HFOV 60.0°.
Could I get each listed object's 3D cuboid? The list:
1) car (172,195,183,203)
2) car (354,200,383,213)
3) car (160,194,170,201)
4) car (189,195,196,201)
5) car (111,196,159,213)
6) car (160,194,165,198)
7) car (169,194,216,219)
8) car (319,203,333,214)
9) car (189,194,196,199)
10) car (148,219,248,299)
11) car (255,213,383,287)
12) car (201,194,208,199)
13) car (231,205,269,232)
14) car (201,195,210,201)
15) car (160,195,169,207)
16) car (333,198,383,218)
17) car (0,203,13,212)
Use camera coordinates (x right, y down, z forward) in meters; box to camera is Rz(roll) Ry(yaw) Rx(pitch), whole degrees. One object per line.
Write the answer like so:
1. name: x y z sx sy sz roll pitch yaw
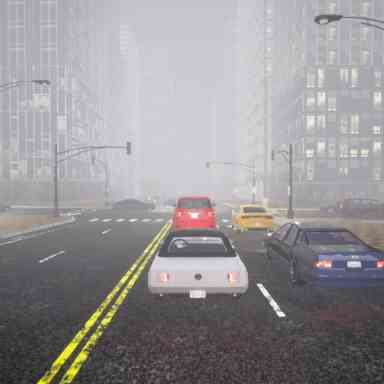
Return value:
1. car: -3.178 1.463 71.558 2.128 1.511 4.902 0 0 0
2. car: 21.850 1.641 39.074 4.829 1.417 1.752 1 0 1
3. car: -6.419 1.280 80.649 2.097 1.767 4.553 0 0 0
4. car: 0.083 1.439 82.015 1.812 1.442 4.674 0 0 0
5. car: -6.334 1.452 35.870 4.674 1.442 1.812 0 1 -25
6. car: -6.492 1.430 60.449 1.882 1.535 5.008 0 0 -1
7. car: 0.118 1.212 18.119 2.150 2.045 5.566 0 0 0
8. car: 16.557 1.589 36.572 5.008 1.535 1.882 1 1 1
9. car: 0.093 1.263 92.017 1.812 1.442 4.674 0 0 0
10. car: 0.110 1.597 8.361 1.895 1.301 4.718 0 0 0
11. car: 3.365 1.543 9.388 2.033 1.411 5.357 0 0 0
12. car: 3.343 1.263 92.013 1.812 1.442 4.674 0 0 0
13. car: 3.373 1.467 19.206 1.882 1.535 5.008 0 0 1
14. car: 3.334 1.455 81.595 2.033 1.411 5.357 0 0 0
15. car: -3.287 1.527 51.209 1.994 1.385 4.181 0 0 0
16. car: 16.233 1.518 30.793 5.009 1.841 2.192 1 0 1
17. car: -21.395 1.371 34.046 5.357 1.411 2.033 1 1 1
